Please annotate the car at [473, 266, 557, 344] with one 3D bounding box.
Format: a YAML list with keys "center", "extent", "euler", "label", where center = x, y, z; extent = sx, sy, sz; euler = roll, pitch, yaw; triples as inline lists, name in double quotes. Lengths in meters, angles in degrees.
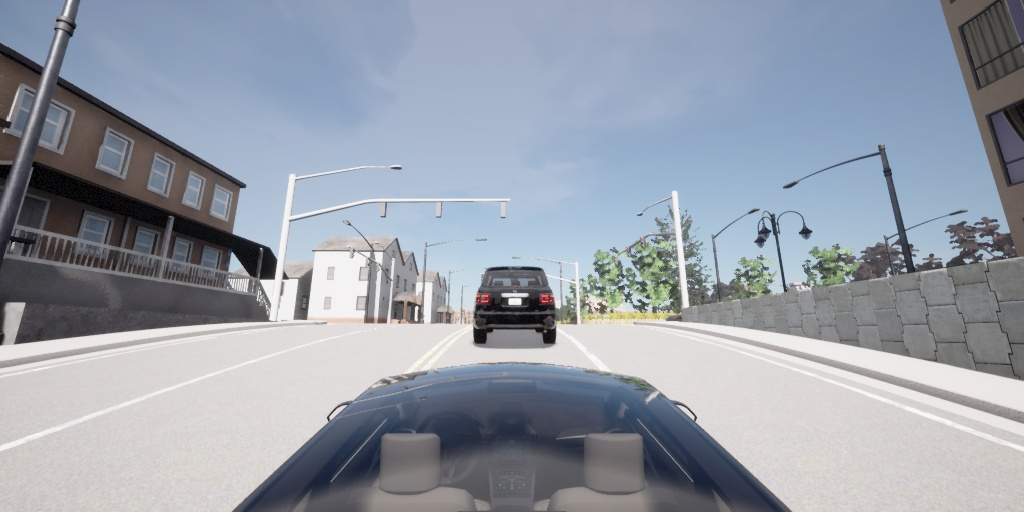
- center: [0.079, 1.502, 11.188]
  extent: [2.150, 2.045, 5.566]
  euler: [0, -7, 0]
  label: "car"

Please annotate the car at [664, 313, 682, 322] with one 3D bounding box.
- center: [15.918, 5.455, 31.704]
  extent: [4.553, 1.767, 2.097]
  euler: [0, -12, 1]
  label: "car"
